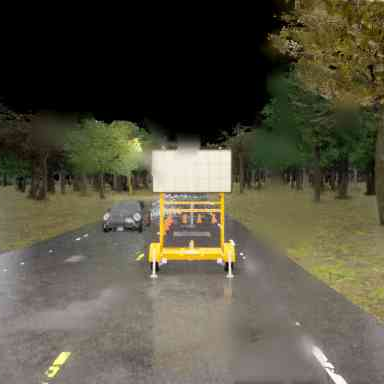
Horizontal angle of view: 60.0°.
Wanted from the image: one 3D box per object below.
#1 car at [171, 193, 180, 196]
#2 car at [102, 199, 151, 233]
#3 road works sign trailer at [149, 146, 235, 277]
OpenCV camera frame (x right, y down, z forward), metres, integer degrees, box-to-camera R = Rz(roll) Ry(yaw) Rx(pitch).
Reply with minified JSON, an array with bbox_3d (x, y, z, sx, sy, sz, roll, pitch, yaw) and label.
[{"bbox_3d":[-3.497,0.124,71.787,1.837,1.490,4.892,0,2,0],"label":"car"},{"bbox_3d":[-3.599,1.249,18.954,2.097,1.767,4.553,0,1,0],"label":"car"},{"bbox_3d":[0.000,0.434,10.087,2.380,3.560,2.880,0,0,0],"label":"road works sign trailer"}]
